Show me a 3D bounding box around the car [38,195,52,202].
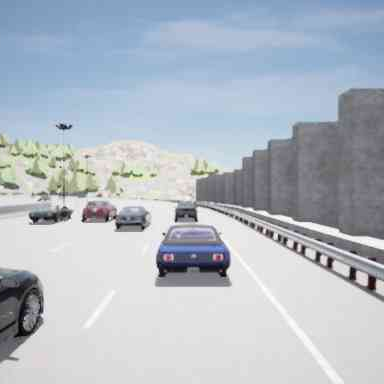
[{"bbox_3d":[-26.050,1.349,59.019,1.837,1.490,4.892,0,0,-13],"label":"car"}]

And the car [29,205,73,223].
[{"bbox_3d":[-10.977,1.688,26.300,1.895,1.301,4.718,0,0,-3],"label":"car"}]

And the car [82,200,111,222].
[{"bbox_3d":[-7.557,1.443,27.574,2.097,1.767,4.553,0,0,-3],"label":"car"}]

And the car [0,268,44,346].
[{"bbox_3d":[-3.426,1.518,3.773,1.837,1.490,4.892,0,0,0],"label":"car"}]

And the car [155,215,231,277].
[{"bbox_3d":[-0.007,1.635,10.360,1.895,1.301,4.718,0,0,-1],"label":"car"}]

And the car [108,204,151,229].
[{"bbox_3d":[-3.806,1.620,22.051,2.033,1.411,5.357,0,0,-2],"label":"car"}]

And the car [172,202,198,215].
[{"bbox_3d":[-0.559,1.597,27.915,1.837,1.490,4.892,0,0,-3],"label":"car"}]
